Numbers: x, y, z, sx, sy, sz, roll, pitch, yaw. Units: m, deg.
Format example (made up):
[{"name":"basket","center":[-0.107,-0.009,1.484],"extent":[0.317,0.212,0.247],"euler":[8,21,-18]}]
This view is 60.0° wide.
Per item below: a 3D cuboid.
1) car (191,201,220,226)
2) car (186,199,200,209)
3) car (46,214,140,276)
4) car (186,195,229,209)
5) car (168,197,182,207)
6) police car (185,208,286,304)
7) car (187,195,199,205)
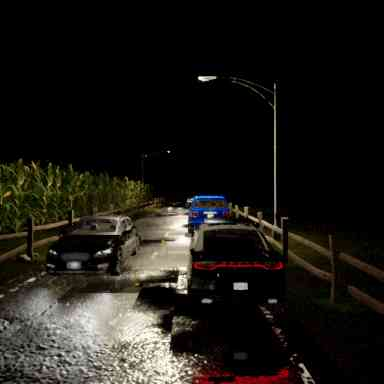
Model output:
[{"name":"car","center":[0.892,1.477,24.221],"extent":[1.882,1.535,5.008],"euler":[0,0,0]},{"name":"car","center":[0.157,1.622,46.281],"extent":[1.895,1.301,4.718],"euler":[0,0,1]},{"name":"car","center":[-2.823,1.491,10.417],"extent":[2.128,1.511,4.902],"euler":[0,0,0]},{"name":"car","center":[0.875,1.224,18.251],"extent":[2.150,2.045,5.566],"euler":[0,0,0]},{"name":"car","center":[-2.607,1.510,51.344],"extent":[1.882,1.535,5.008],"euler":[0,0,0]},{"name":"police car","center":[0.848,1.425,8.331],"extent":[1.930,1.638,5.238],"euler":[0,0,0]},{"name":"car","center":[0.168,1.405,60.182],"extent":[2.097,1.767,4.553],"euler":[0,0,0]}]
